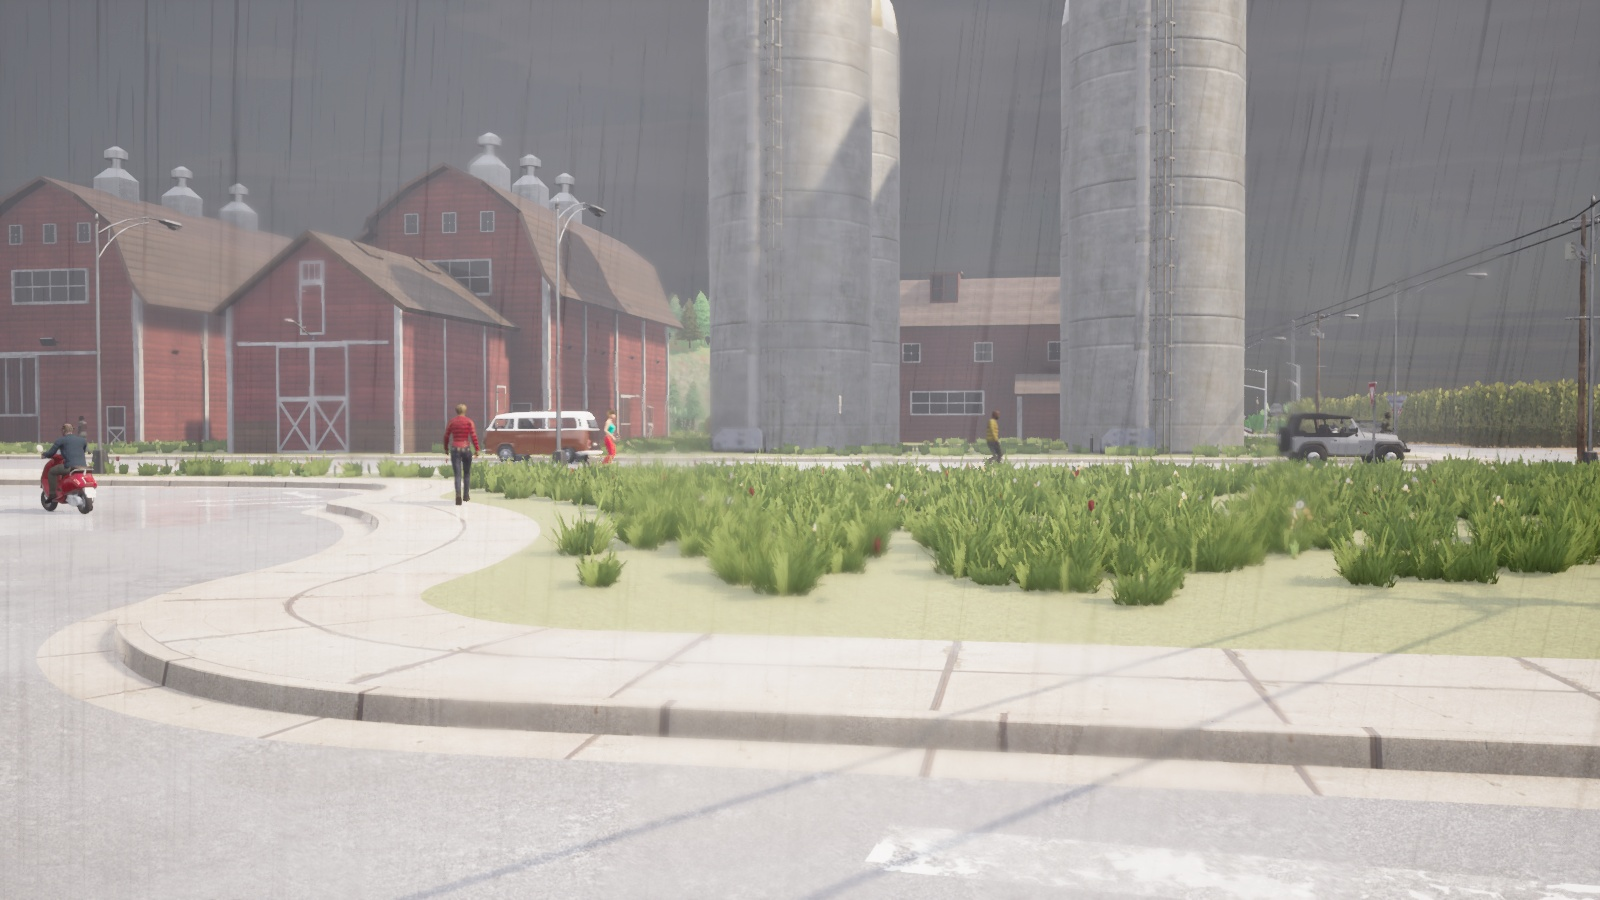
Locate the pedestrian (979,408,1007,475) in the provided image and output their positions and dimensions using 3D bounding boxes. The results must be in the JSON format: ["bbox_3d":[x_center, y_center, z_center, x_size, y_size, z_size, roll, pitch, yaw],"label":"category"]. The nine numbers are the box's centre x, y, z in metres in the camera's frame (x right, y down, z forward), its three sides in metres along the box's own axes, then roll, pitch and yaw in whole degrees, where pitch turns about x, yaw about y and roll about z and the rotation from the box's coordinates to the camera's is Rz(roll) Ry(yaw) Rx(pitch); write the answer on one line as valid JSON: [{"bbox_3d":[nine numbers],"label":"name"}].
[{"bbox_3d":[5.341,-0.237,34.724,0.726,1.835,0.370,0,1,4],"label":"pedestrian"}]

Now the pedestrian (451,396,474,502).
[{"bbox_3d":[-5.983,-0.030,22.252,0.331,1.846,0.636,0,1,-9],"label":"pedestrian"}]

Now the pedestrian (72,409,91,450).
[{"bbox_3d":[-33.294,-0.953,58.215,0.666,1.930,0.402,1,1,11],"label":"pedestrian"}]

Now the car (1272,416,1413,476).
[{"bbox_3d":[17.673,-0.167,41.059,3.866,1.878,1.905,1,1,10],"label":"car"}]

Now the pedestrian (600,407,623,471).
[{"bbox_3d":[-5.443,-0.328,36.216,0.594,1.836,0.345,0,1,7],"label":"pedestrian"}]

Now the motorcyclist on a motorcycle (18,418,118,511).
[{"bbox_3d":[-13.023,0.229,22.324,1.817,1.590,0.866,1,2,36],"label":"motorcyclist on a motorcycle"}]

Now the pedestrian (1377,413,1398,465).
[{"bbox_3d":[22.241,-0.423,47.562,0.692,1.930,0.395,1,1,23],"label":"pedestrian"}]

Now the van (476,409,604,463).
[{"bbox_3d":[-10.191,-0.569,49.345,4.480,2.038,2.069,1,1,10],"label":"van"}]

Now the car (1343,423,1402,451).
[{"bbox_3d":[35.005,-0.798,76.952,2.242,1.667,4.611,1,1,11],"label":"car"}]
